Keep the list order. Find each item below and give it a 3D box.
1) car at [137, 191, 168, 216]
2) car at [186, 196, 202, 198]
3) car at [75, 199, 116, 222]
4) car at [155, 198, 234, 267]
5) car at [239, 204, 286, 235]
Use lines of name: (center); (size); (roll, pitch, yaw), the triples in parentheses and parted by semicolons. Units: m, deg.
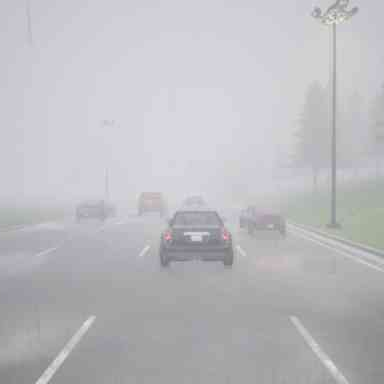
car: (-3.326, 0.968, 28.750); (2.150, 2.045, 5.566); (0, 0, 0)
car: (0.174, 1.100, 28.735); (2.097, 1.767, 4.553); (0, 0, 0)
car: (-6.839, 1.276, 24.036); (2.128, 1.511, 4.902); (0, 0, 0)
car: (0.128, 1.254, 11.187); (2.097, 1.767, 4.553); (0, 1, 0)
car: (3.643, 1.374, 17.657); (1.812, 1.442, 4.674); (0, 0, 0)
